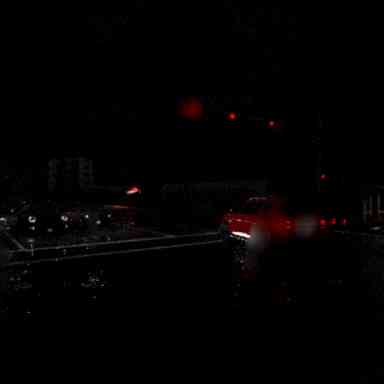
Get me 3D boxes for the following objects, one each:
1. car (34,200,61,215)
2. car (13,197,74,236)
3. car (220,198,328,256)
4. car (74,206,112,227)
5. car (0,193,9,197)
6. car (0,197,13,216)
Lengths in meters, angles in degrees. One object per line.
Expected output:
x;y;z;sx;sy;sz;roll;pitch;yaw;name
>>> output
-15.578;1.581;35.740;1.812;1.442;4.674;0;0;-34;car
-8.508;1.383;18.854;2.097;1.767;4.553;0;0;-34;car
3.034;1.254;13.540;2.150;2.045;5.566;1;0;-17;car
-7.216;1.641;23.159;1.895;1.301;4.718;0;0;-34;car
-27.665;1.200;47.786;2.150;2.045;5.566;0;0;-34;car
-18.409;1.539;33.659;2.128;1.511;4.902;0;0;-33;car
